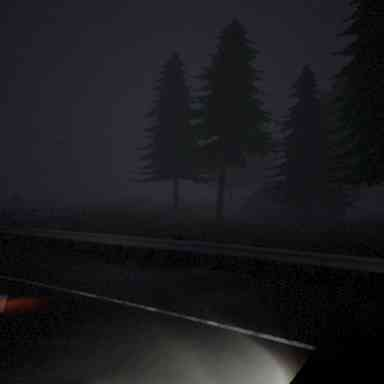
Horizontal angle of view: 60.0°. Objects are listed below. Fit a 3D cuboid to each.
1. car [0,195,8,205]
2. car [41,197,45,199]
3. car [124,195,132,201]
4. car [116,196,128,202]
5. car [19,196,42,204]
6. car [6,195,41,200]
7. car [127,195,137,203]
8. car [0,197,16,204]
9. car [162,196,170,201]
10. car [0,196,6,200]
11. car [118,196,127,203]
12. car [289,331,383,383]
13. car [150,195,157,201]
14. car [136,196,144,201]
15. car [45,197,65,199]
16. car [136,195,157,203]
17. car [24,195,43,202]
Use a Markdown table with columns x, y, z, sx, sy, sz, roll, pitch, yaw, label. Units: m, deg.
| x | y | z | sx | sy | sz | roll | pitch | yaw | label |
| --- | --- | --- | --- | --- | --- | --- | --- | --- | --- |
| -37.583 | 1.516 | 62.947 | 2.097 | 1.767 | 4.553 | 0 | 0 | 19 | car |
| -31.639 | 1.700 | 73.436 | 2.033 | 1.411 | 5.357 | 0 | 0 | 9 | car |
| -17.656 | 1.691 | 91.853 | 2.033 | 1.411 | 5.357 | 0 | 0 | -10 | car |
| -17.085 | 1.663 | 81.866 | 2.128 | 1.511 | 4.902 | 0 | 0 | -3 | car |
| -35.235 | 1.693 | 72.863 | 2.128 | 1.511 | 4.902 | 0 | 0 | 9 | car |
| -30.839 | 1.621 | 61.021 | 1.882 | 1.535 | 5.008 | 0 | 0 | 19 | car |
| -11.151 | 1.462 | 68.832 | 2.097 | 1.767 | 4.553 | 0 | 0 | 9 | car |
| -39.355 | 1.726 | 69.800 | 1.994 | 1.385 | 4.181 | 0 | 0 | 13 | car |
| -6.769 | 1.675 | 87.586 | 1.994 | 1.385 | 4.181 | 0 | 0 | -7 | car |
| -33.808 | 1.693 | 63.224 | 2.033 | 1.411 | 5.357 | 0 | 0 | 17 | car |
| -14.199 | 1.620 | 71.998 | 1.837 | 1.490 | 4.892 | 0 | 0 | 5 | car |
| 3.129 | 1.542 | 1.515 | 5.357 | 1.411 | 2.033 | 0 | 0 | 36 | car |
| -10.345 | 1.655 | 88.371 | 1.812 | 1.442 | 4.674 | 0 | 0 | -7 | car |
| -13.920 | 1.680 | 89.295 | 2.033 | 1.411 | 5.357 | 0 | 0 | -7 | car |
| -28.415 | 1.690 | 71.119 | 2.033 | 1.411 | 5.357 | 0 | 0 | 9 | car |
| -8.452 | 1.599 | 63.617 | 1.837 | 1.490 | 4.892 | 1 | -1 | 11 | car |
| -38.108 | 1.508 | 79.955 | 2.097 | 1.767 | 4.553 | 0 | 0 | 5 | car |
